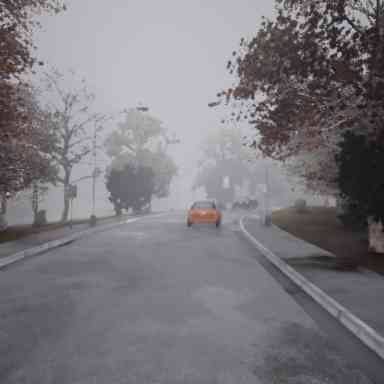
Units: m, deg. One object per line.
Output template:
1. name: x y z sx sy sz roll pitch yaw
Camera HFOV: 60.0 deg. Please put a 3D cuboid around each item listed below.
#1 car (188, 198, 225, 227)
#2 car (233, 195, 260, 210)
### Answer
1. car: 0.975 1.359 23.202 2.097 1.767 4.553 -1 0 7
2. car: 6.645 1.255 40.423 2.097 1.767 4.553 -2 -1 28
